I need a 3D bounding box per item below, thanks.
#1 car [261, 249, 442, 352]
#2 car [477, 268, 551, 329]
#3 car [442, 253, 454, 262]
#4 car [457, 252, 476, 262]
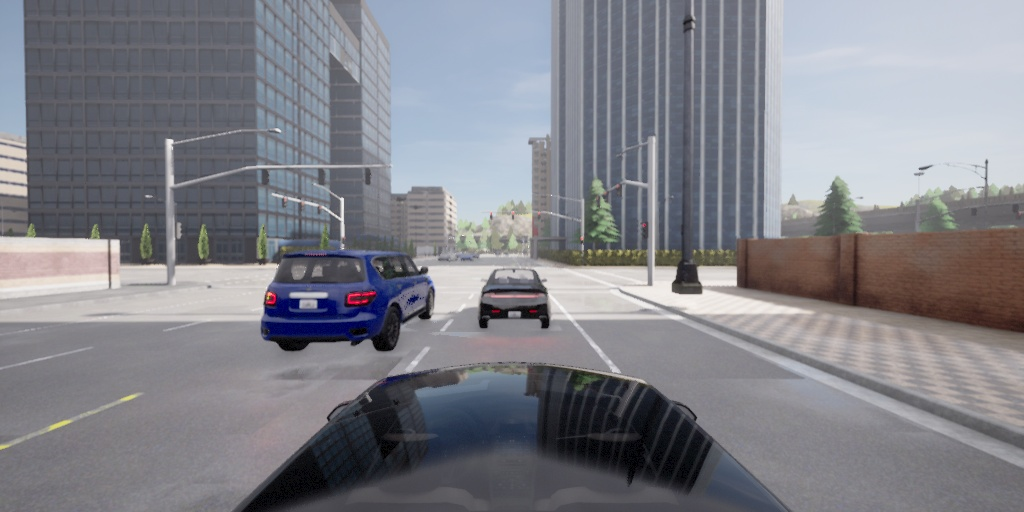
[{"bbox_3d":[-3.438,0.860,8.756,2.150,2.045,5.566,0,1,0],"label":"car"},{"bbox_3d":[0.062,1.098,10.678,2.128,1.511,4.902,0,1,0],"label":"car"},{"bbox_3d":[-11.559,0.328,61.462,1.812,1.442,4.674,0,2,-3],"label":"car"},{"bbox_3d":[-8.066,0.236,63.968,1.882,1.535,5.008,0,1,0],"label":"car"}]
